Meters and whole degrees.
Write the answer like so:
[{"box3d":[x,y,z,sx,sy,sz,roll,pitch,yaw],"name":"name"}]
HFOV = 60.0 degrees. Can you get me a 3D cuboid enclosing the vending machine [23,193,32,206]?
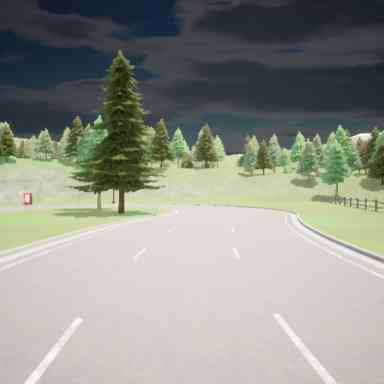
[{"box3d":[-26.449,1.176,53.469,1.100,2.100,0.880,0,0,45],"name":"vending machine"}]
